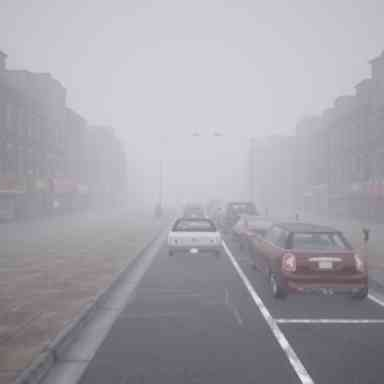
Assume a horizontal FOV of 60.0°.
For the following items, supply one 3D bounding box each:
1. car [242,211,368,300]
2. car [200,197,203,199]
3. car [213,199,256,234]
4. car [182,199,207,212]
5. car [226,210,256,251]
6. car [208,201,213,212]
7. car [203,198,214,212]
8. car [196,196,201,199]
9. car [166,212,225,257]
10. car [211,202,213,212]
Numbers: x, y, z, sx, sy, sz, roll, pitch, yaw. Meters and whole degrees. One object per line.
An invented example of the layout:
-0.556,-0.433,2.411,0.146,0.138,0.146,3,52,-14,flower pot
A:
2.662,1.489,8.550,1.967,1.590,4.097,0,0,0,car
2.789,1.990,59.617,1.947,1.339,4.313,0,-1,0,car
2.691,1.435,19.899,2.192,1.841,5.009,0,0,0,car
0.144,1.696,29.857,1.837,1.490,4.892,0,0,0,car
2.675,1.666,14.223,1.802,1.307,4.206,0,0,0,car
2.718,1.781,31.246,1.802,1.307,4.206,0,0,0,car
2.854,1.630,41.860,2.097,1.767,4.553,0,0,0,car
2.877,2.306,94.322,1.887,1.381,4.507,0,-1,0,car
0.095,1.679,13.326,1.895,1.301,4.718,0,0,1,car
2.704,1.685,25.742,1.752,1.417,4.829,0,0,0,car
